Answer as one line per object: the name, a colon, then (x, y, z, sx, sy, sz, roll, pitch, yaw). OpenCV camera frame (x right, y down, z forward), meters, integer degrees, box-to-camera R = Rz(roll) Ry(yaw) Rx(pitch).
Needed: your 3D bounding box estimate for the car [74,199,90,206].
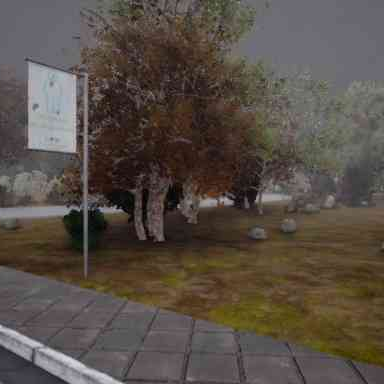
car: (-15.115, 1.529, 48.482, 1.994, 1.385, 4.181, 0, 0, 38)

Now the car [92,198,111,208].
car: (-11.158, 1.179, 47.858, 2.150, 2.045, 5.566, 0, 0, 38)
